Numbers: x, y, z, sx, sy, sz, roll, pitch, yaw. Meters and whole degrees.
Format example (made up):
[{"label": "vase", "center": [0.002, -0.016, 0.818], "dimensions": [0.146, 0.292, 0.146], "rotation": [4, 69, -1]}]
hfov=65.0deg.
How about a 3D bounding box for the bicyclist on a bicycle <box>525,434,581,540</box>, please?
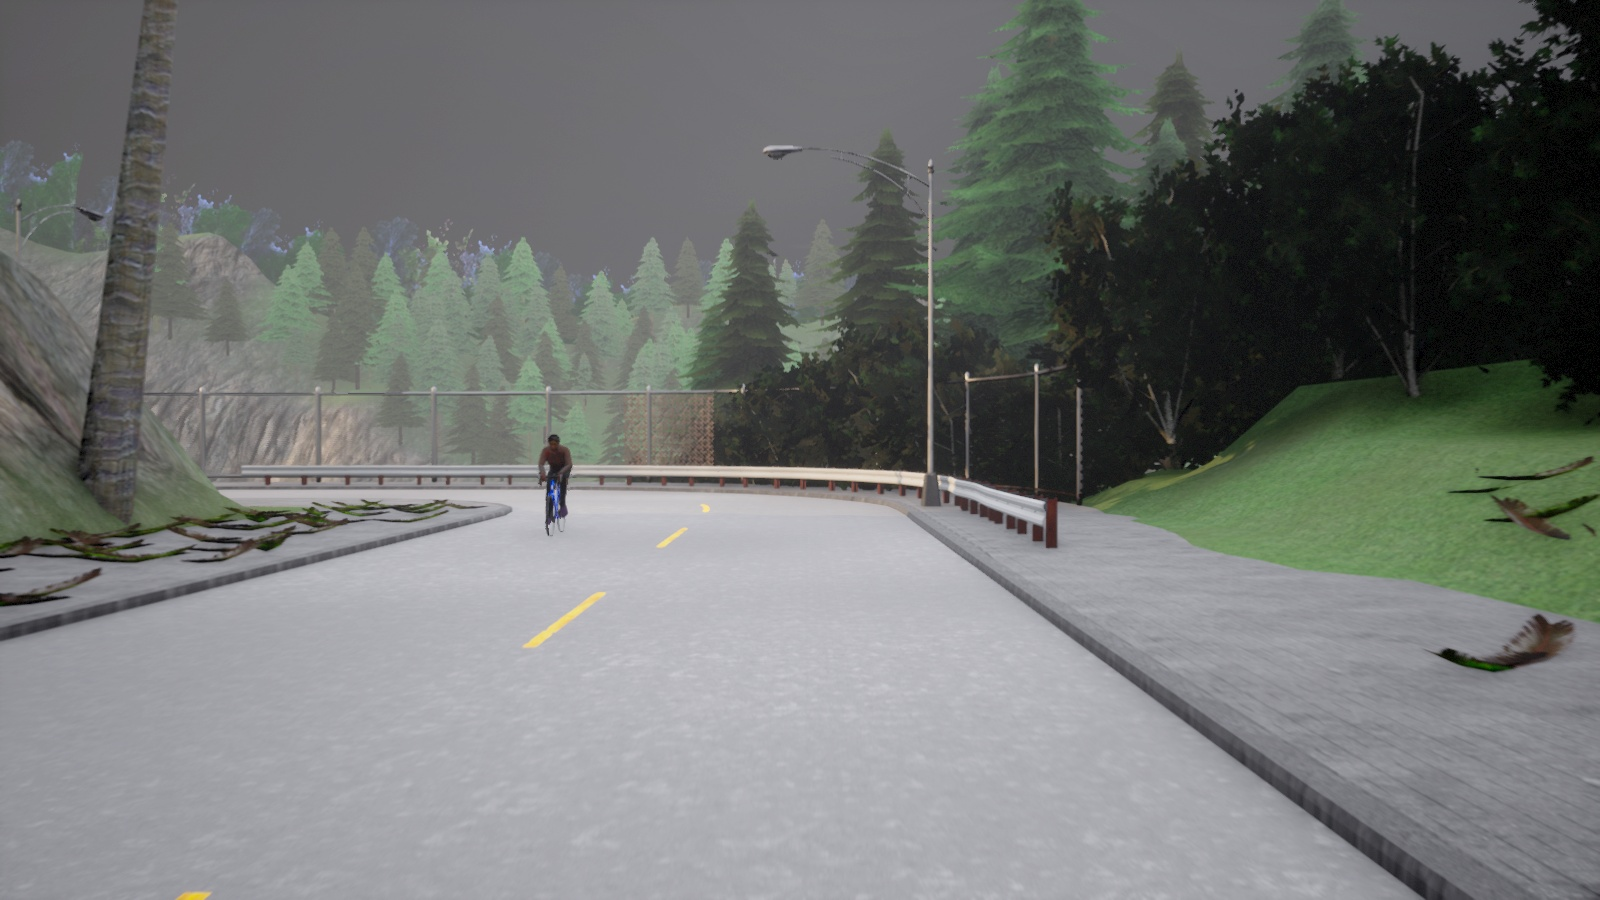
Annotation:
[{"label": "bicyclist on a bicycle", "center": [-3.918, 0.560, 19.990], "dimensions": [0.582, 1.620, 1.656], "rotation": [0, 1, -1]}]
